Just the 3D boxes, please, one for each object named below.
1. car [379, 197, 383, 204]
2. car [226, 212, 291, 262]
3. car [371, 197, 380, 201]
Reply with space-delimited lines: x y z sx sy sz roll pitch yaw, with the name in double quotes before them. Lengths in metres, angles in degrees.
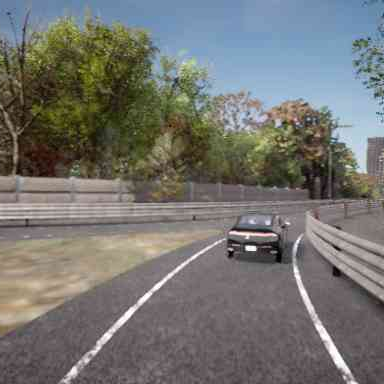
"car" 36.701 1.819 61.471 2.128 1.511 4.902 1 0 38
"car" 2.572 1.513 12.460 2.128 1.511 4.902 1 0 18
"car" 38.559 1.754 69.030 1.837 1.490 4.892 1 -1 38
